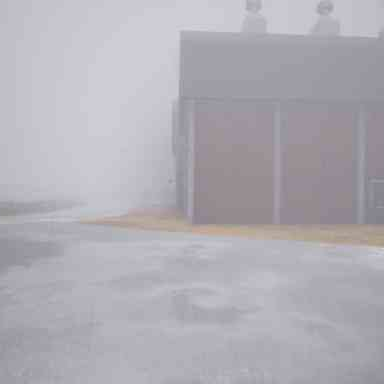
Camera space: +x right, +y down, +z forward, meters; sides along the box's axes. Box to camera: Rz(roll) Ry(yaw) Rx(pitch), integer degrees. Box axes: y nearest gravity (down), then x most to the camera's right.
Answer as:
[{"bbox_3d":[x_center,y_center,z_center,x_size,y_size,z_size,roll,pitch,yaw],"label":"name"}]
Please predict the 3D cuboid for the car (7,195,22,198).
[{"bbox_3d":[-39.709,1.387,72.658,4.718,1.301,1.895,1,0,-2],"label":"car"}]
